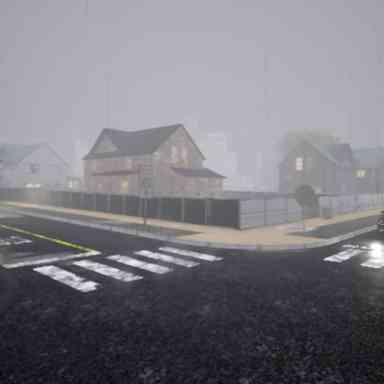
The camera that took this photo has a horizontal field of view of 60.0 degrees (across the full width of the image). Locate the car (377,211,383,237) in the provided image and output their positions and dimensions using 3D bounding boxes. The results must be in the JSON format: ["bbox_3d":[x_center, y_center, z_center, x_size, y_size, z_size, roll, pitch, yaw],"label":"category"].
[{"bbox_3d":[10.444,1.310,16.026,1.882,1.535,5.008,1,1,42],"label":"car"}]
